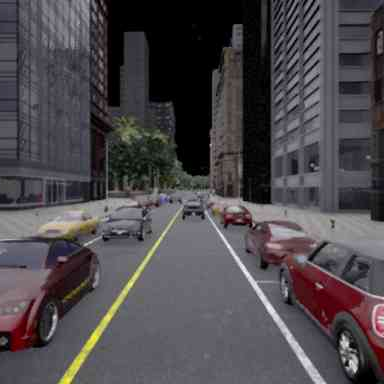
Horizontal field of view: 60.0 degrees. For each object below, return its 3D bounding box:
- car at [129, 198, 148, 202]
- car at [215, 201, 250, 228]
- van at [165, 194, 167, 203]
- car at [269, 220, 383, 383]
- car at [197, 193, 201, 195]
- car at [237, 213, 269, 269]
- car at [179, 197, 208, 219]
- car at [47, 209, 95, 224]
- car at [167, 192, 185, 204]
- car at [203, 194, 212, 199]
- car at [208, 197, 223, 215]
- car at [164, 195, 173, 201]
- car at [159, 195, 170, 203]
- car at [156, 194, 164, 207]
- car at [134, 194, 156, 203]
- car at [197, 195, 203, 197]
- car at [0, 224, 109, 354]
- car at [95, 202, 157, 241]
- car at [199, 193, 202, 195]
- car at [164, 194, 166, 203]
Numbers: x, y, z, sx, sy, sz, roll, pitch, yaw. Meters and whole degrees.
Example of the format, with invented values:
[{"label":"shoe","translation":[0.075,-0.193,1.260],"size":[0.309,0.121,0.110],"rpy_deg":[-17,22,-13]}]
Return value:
[{"label":"car","translation":[-5.749,1.544,32.538],"size":[1.802,1.307,4.206],"rpy_deg":[0,0,0]},{"label":"car","translation":[2.771,1.518,21.674],"size":[1.887,1.381,4.507],"rpy_deg":[0,0,0]},{"label":"van","translation":[-5.734,1.286,65.094],"size":[1.690,1.788,3.998],"rpy_deg":[0,0,0]},{"label":"car","translation":[2.762,1.433,5.400],"size":[1.967,1.590,4.097],"rpy_deg":[0,0,0]},{"label":"car","translation":[2.794,1.259,70.500],"size":[2.192,1.841,5.009],"rpy_deg":[0,0,0]},{"label":"car","translation":[2.765,1.568,10.824],"size":[1.802,1.307,4.206],"rpy_deg":[0,0,0]},{"label":"car","translation":[0.114,1.472,28.409],"size":[1.837,1.490,4.892],"rpy_deg":[0,0,0]},{"label":"car","translation":[-5.757,1.504,16.090],"size":[1.752,1.417,4.829],"rpy_deg":[0,0,0]},{"label":"car","translation":[-2.987,1.170,61.982],"size":[2.150,2.045,5.566],"rpy_deg":[0,0,1]},{"label":"car","translation":[2.781,1.396,43.374],"size":[1.967,1.590,4.097],"rpy_deg":[0,0,0]},{"label":"car","translation":[2.776,1.488,32.695],"size":[1.752,1.417,4.829],"rpy_deg":[0,0,0]},{"label":"car","translation":[-5.724,1.517,81.373],"size":[1.802,1.307,4.206],"rpy_deg":[0,0,0]},{"label":"car","translation":[-5.730,1.382,70.520],"size":[1.967,1.590,4.097],"rpy_deg":[0,0,0]},{"label":"car","translation":[-5.742,1.266,48.816],"size":[2.192,1.841,5.009],"rpy_deg":[0,0,0]},{"label":"car","translation":[-5.747,1.273,37.964],"size":[2.192,1.841,5.009],"rpy_deg":[0,0,0]},{"label":"car","translation":[0.081,1.503,43.175],"size":[2.033,1.411,5.357],"rpy_deg":[0,0,0]},{"label":"car","translation":[-3.103,1.555,6.139],"size":[1.994,1.385,4.181],"rpy_deg":[0,0,-1]},{"label":"car","translation":[-3.078,1.483,16.591],"size":[1.837,1.490,4.892],"rpy_deg":[0,0,0]},{"label":"car","translation":[2.793,1.472,65.245],"size":[1.752,1.417,4.829],"rpy_deg":[0,0,0]},{"label":"car","translation":[-5.738,1.494,54.242],"size":[1.887,1.381,4.507],"rpy_deg":[0,0,0]}]
